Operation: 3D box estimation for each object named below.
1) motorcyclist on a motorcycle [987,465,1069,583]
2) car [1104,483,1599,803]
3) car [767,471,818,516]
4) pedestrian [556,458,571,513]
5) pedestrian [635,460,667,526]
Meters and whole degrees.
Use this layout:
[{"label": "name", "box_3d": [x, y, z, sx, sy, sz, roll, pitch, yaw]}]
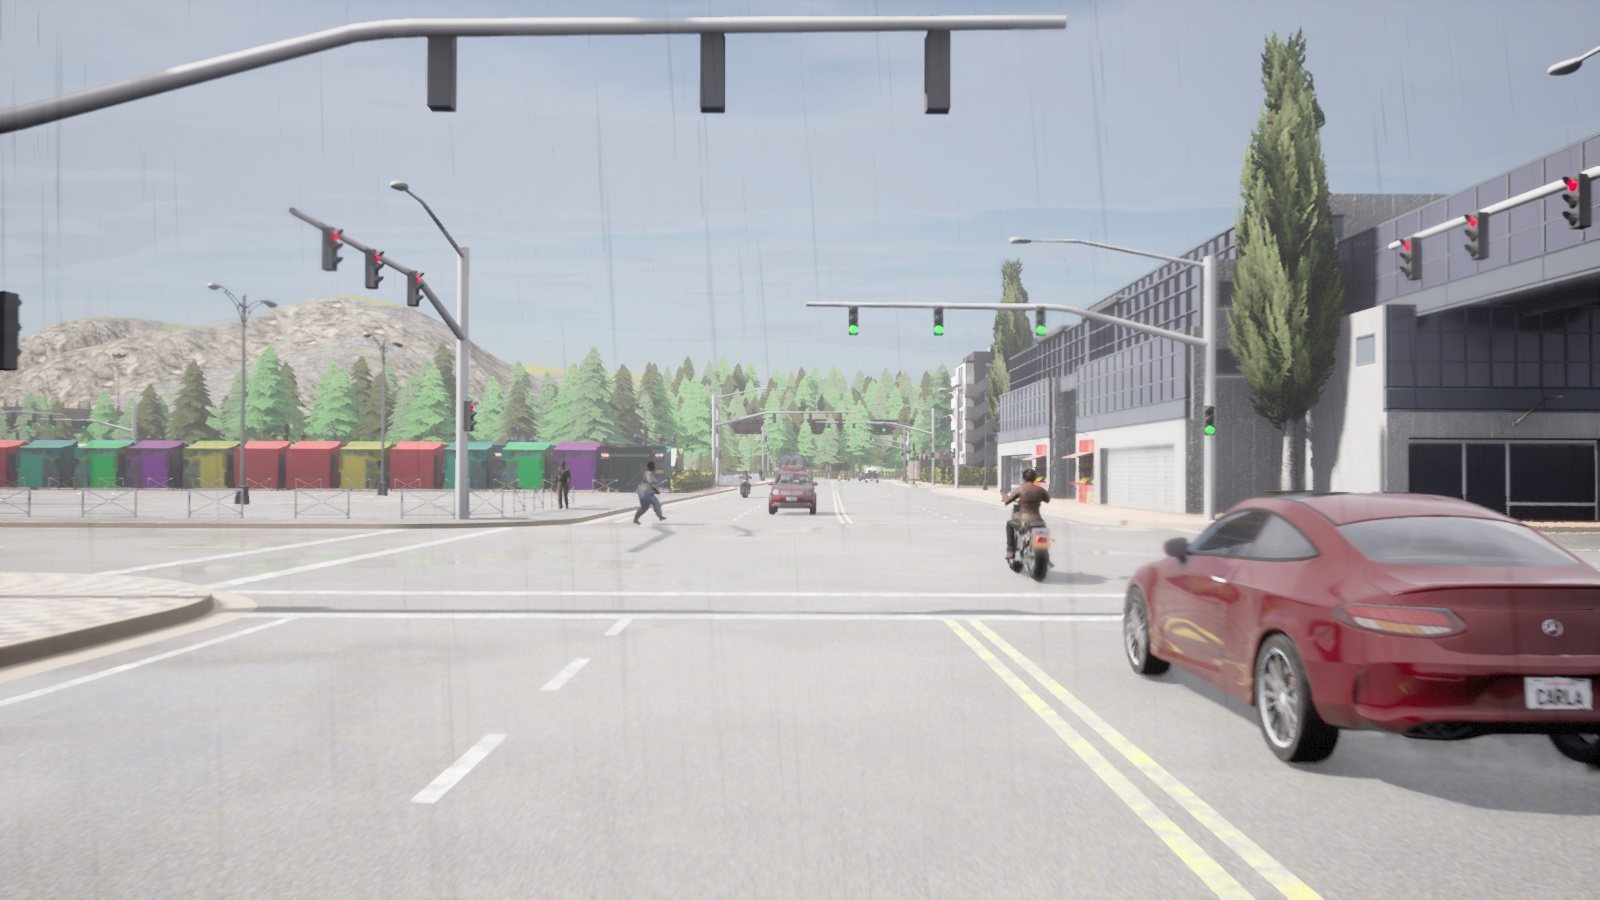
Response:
[{"label": "motorcyclist on a motorcycle", "box_3d": [3.380, 1.067, 18.852, 0.766, 1.649, 2.350, 0, -1, -1]}, {"label": "car", "box_3d": [3.476, 0.964, 8.224, 1.812, 1.442, 4.674, 0, -1, 0]}, {"label": "car", "box_3d": [-0.230, 1.565, 46.034, 1.789, 1.549, 3.705, 0, -1, 1]}, {"label": "pedestrian", "box_3d": [-8.476, 1.259, 44.944, 0.395, 1.930, 0.692, 0, -1, 0]}, {"label": "pedestrian", "box_3d": [-4.260, 1.224, 35.950, 0.900, 1.855, 0.874, 0, -1, -6]}]
